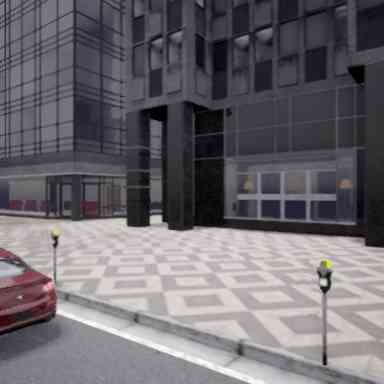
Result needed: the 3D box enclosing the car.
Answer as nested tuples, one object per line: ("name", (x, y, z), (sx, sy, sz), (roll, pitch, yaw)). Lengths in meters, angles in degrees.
("car", (-4.067, 1.599, 5.867), (4.206, 1.307, 1.802), (0, 0, 36))
